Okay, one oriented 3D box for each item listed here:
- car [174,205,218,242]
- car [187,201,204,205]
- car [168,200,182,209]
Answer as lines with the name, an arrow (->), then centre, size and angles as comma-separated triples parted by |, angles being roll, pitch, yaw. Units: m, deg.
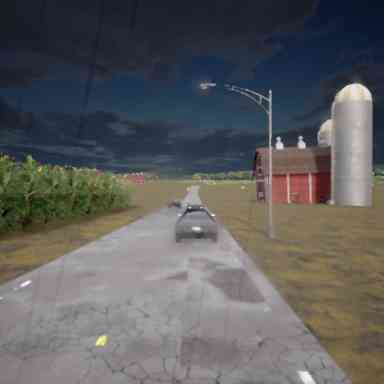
car -> 0.215, 1.564, 16.444 | 1.994, 1.385, 4.181 | 0, 0, 1
car -> 0.395, 1.661, 36.449 | 1.895, 1.301, 4.718 | 0, 0, 0
car -> -2.382, 1.732, 47.057 | 1.895, 1.301, 4.718 | 0, 0, 1
